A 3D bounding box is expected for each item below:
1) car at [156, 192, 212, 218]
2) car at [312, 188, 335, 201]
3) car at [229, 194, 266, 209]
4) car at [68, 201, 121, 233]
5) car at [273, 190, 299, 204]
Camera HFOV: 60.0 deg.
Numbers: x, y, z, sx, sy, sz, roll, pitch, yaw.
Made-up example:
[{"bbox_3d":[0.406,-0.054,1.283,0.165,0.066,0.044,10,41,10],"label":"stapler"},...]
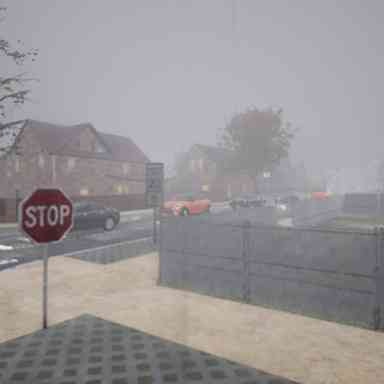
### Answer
[{"bbox_3d":[-0.483,0.890,23.604,2.097,1.767,4.553,1,2,35],"label":"car"},{"bbox_3d":[17.205,0.306,43.374,2.097,1.767,4.553,1,2,35],"label":"car"},{"bbox_3d":[5.347,0.904,31.791,1.895,1.301,4.718,1,2,35],"label":"car"},{"bbox_3d":[-5.716,1.255,16.255,1.837,1.490,4.892,1,2,36],"label":"car"},{"bbox_3d":[11.443,0.551,40.300,2.128,1.511,4.902,1,2,36],"label":"car"}]
